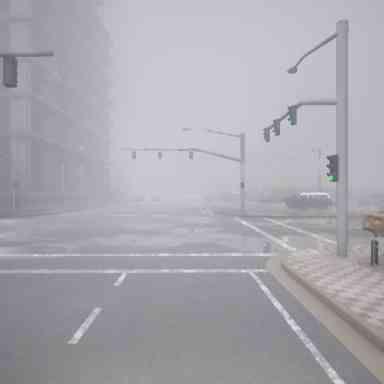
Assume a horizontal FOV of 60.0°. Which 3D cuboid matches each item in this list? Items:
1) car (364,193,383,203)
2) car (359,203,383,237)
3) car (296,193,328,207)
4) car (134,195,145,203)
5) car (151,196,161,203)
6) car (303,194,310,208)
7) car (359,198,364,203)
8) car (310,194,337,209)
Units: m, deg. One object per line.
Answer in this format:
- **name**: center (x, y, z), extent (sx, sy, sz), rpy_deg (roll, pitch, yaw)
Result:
- **car**: center (36.258, 1.207, 63.566), extent (4.605, 1.855, 1.932), rpy_deg (0, 0, 0)
- **car**: center (11.140, 1.467, 16.430), extent (5.008, 1.535, 1.882), rpy_deg (0, 0, 0)
- **car**: center (21.183, 1.207, 58.052), extent (4.605, 1.855, 1.932), rpy_deg (0, 0, 0)
- **car**: center (-11.159, 1.458, 71.087), extent (1.882, 1.535, 5.008), rpy_deg (0, 0, 0)
- **car**: center (-7.659, 1.520, 71.103), extent (2.033, 1.411, 5.357), rpy_deg (0, 0, 0)
- **car**: center (21.226, 1.417, 55.368), extent (3.905, 1.438, 1.784), rpy_deg (0, 0, 0)
- **car**: center (36.329, 1.418, 66.462), extent (3.905, 1.438, 1.784), rpy_deg (0, 0, 0)
- **car**: center (21.219, 1.449, 52.473), extent (3.806, 1.475, 1.970), rpy_deg (0, 0, 0)
